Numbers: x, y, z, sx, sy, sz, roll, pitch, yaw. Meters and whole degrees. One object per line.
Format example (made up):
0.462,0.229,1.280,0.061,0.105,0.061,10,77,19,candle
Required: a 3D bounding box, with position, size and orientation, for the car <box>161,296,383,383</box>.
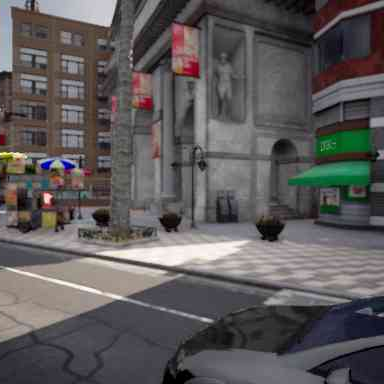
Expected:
1.753,1.563,2.537,4.181,1.385,1.994,0,0,37,car
